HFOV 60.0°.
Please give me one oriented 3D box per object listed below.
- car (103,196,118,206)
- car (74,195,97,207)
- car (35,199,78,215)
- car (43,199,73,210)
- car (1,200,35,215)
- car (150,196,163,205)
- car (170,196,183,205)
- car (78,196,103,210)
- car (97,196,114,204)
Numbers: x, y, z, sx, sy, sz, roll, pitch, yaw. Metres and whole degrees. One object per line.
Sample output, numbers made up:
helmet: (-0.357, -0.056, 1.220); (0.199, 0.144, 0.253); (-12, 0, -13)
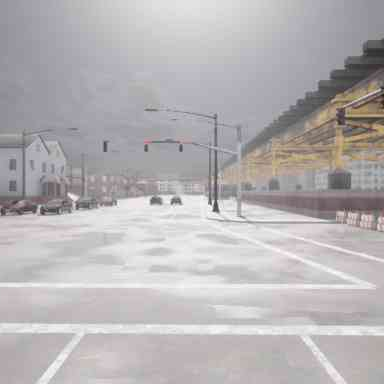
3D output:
car: (-13.459, 1.526, 53.951); (1.812, 1.442, 4.674); (0, 0, 2)
car: (-16.972, 1.352, 53.206); (2.097, 1.767, 4.553); (0, 0, 2)
car: (-13.925, 1.505, 34.414); (1.837, 1.490, 4.892); (0, 0, 1)
car: (-17.221, 1.601, 43.003); (1.895, 1.301, 4.718); (0, 0, 1)
car: (-17.440, 1.526, 33.912); (1.812, 1.442, 4.674); (0, 0, 1)
car: (-6.252, 1.478, 58.923); (1.882, 1.535, 5.008); (0, 0, 1)
car: (-2.753, 1.505, 58.841); (1.837, 1.490, 4.892); (0, 0, 1)
car: (-13.704, 1.505, 43.666); (1.837, 1.490, 4.892); (0, 0, 1)
car: (-16.659, 1.525, 64.370); (1.812, 1.442, 4.674); (0, 0, 2)
